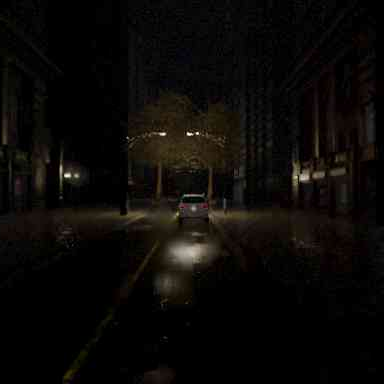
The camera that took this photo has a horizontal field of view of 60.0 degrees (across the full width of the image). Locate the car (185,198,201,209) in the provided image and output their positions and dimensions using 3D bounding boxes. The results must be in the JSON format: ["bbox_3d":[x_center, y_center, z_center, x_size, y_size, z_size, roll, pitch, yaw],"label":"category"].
[{"bbox_3d":[0.114,1.549,45.454,1.994,1.385,4.181,0,0,0],"label":"car"}]

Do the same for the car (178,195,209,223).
[{"bbox_3d":[0.108,1.211,25.770,2.150,2.045,5.566,0,0,0],"label":"car"}]
